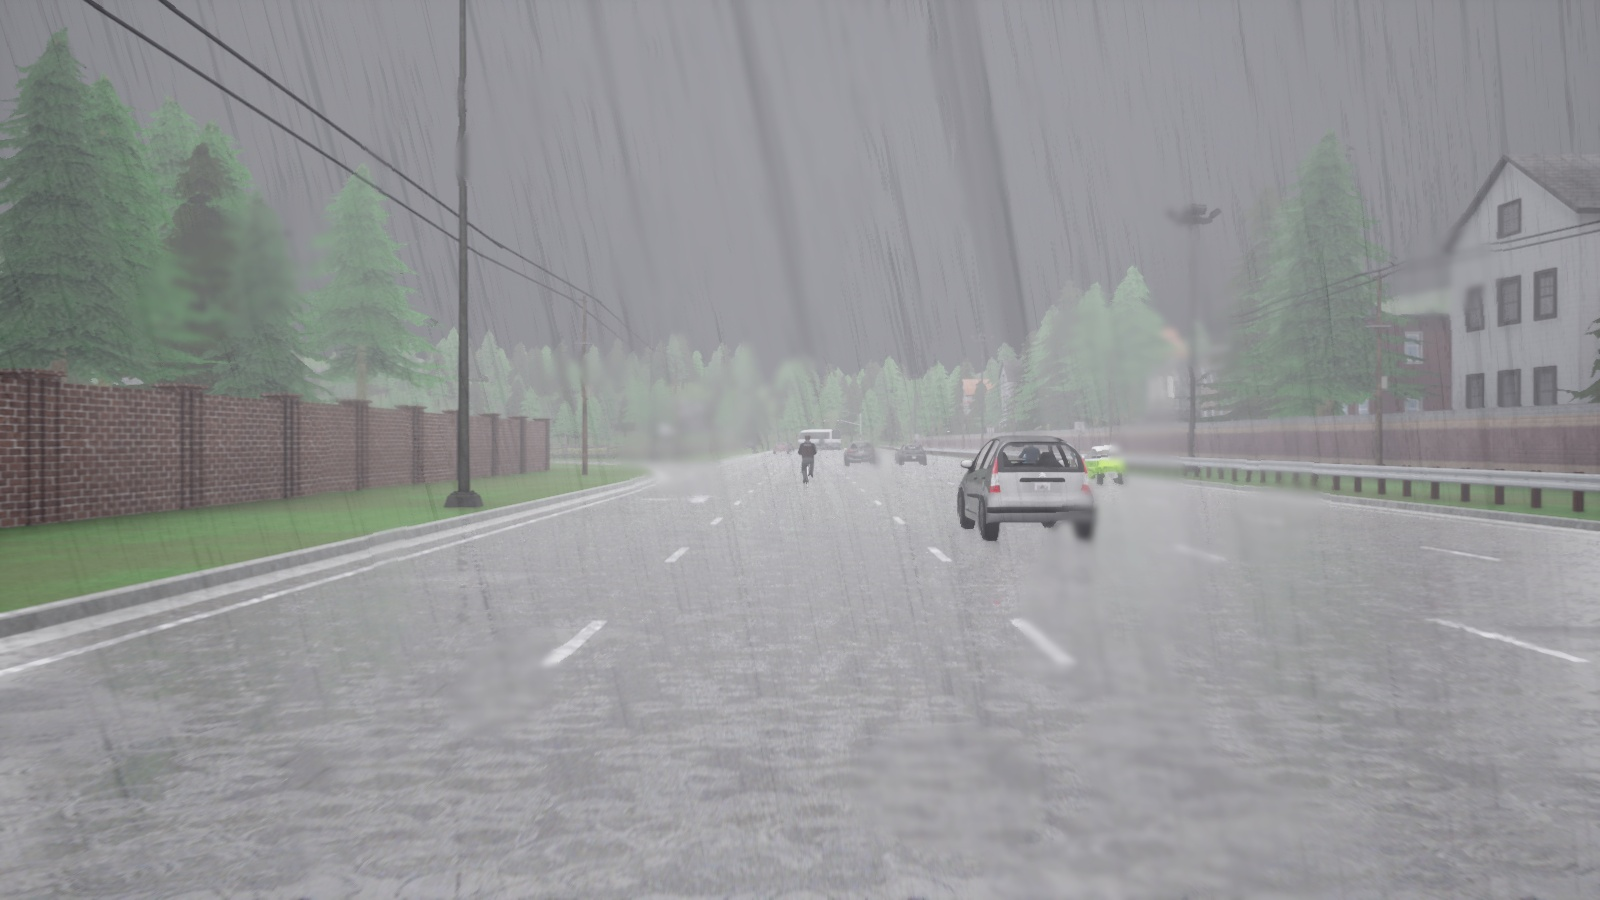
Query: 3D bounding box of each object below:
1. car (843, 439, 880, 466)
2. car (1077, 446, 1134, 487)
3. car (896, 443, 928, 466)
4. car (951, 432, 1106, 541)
[{"bbox_3d":[3.984,0.133,82.001,2.242,1.667,4.611,0,0,0],"label":"car"},{"bbox_3d":[10.769,0.560,44.347,1.481,1.376,2.207,0,1,0],"label":"car"},{"bbox_3d":[7.499,0.289,84.676,1.816,1.474,4.193,0,0,0],"label":"car"},{"bbox_3d":[3.634,0.531,20.675,1.851,1.617,3.988,0,0,0],"label":"car"}]
